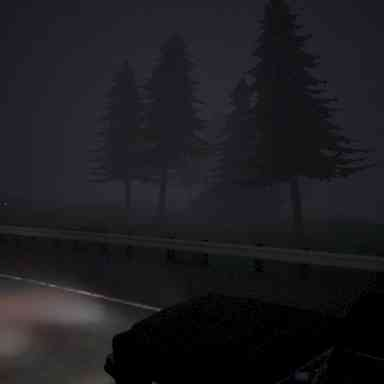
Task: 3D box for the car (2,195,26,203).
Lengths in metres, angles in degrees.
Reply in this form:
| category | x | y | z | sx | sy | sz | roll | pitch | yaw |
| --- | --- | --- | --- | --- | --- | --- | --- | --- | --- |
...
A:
| category | x | y | z | sx | sy | sz | roll | pitch | yaw |
| --- | --- | --- | --- | --- | --- | --- | --- | --- | --- |
| car | -38.538 | 1.525 | 72.126 | 2.128 | 1.511 | 4.902 | 0 | 0 | 10 |

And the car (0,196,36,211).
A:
| category | x | y | z | sx | sy | sz | roll | pitch | yaw |
| --- | --- | --- | --- | --- | --- | --- | --- | --- | --- |
| car | -21.332 | 1.351 | 40.338 | 2.097 | 1.767 | 4.553 | 0 | 0 | 17 |

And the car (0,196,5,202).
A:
| category | x | y | z | sx | sy | sz | roll | pitch | yaw |
| --- | --- | --- | --- | --- | --- | --- | --- | --- | --- |
| car | -45.192 | 1.552 | 76.366 | 1.994 | 1.385 | 4.181 | 0 | 0 | 6 |

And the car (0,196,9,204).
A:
| category | x | y | z | sx | sy | sz | roll | pitch | yaw |
| --- | --- | --- | --- | --- | --- | --- | --- | --- | --- |
| car | -36.960 | 1.525 | 61.903 | 2.128 | 1.511 | 4.902 | 0 | 0 | 17 |

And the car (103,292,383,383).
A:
| category | x | y | z | sx | sy | sz | roll | pitch | yaw |
| --- | --- | --- | --- | --- | --- | --- | --- | --- | --- |
| car | 1.462 | 1.601 | 2.725 | 4.718 | 1.301 | 1.895 | 0 | 0 | 35 |

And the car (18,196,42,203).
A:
| category | x | y | z | sx | sy | sz | roll | pitch | yaw |
| --- | --- | --- | --- | --- | --- | --- | --- | --- | --- |
| car | -35.012 | 1.540 | 72.020 | 2.033 | 1.411 | 5.357 | 0 | 0 | 6 |

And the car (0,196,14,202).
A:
| category | x | y | z | sx | sy | sz | roll | pitch | yaw |
| --- | --- | --- | --- | --- | --- | --- | --- | --- | --- |
| car | -41.872 | 1.595 | 73.841 | 1.895 | 1.301 | 4.718 | 0 | 0 | 6 |
